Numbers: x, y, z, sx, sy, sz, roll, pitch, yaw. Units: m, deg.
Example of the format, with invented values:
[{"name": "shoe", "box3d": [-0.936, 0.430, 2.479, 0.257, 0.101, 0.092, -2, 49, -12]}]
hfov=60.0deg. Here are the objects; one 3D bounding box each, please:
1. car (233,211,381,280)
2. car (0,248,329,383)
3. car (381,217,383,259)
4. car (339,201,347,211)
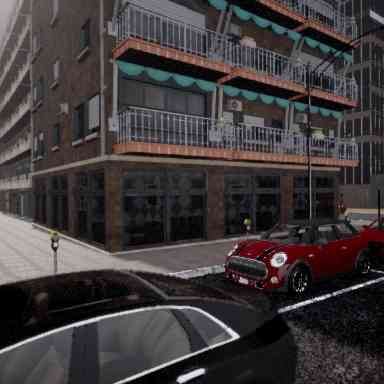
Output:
[{"name": "car", "box3d": [2.764, 1.439, 8.538, 4.097, 1.590, 1.967, 0, -1, -35]}, {"name": "car", "box3d": [-1.254, 1.505, 2.481, 4.892, 1.490, 1.837, 0, 0, -35]}, {"name": "car", "box3d": [7.264, 1.543, 11.743, 4.507, 1.381, 1.887, 0, -1, -35]}, {"name": "car", "box3d": [16.533, 1.746, 40.629, 1.967, 1.590, 4.097, -2, 0, -36]}]
